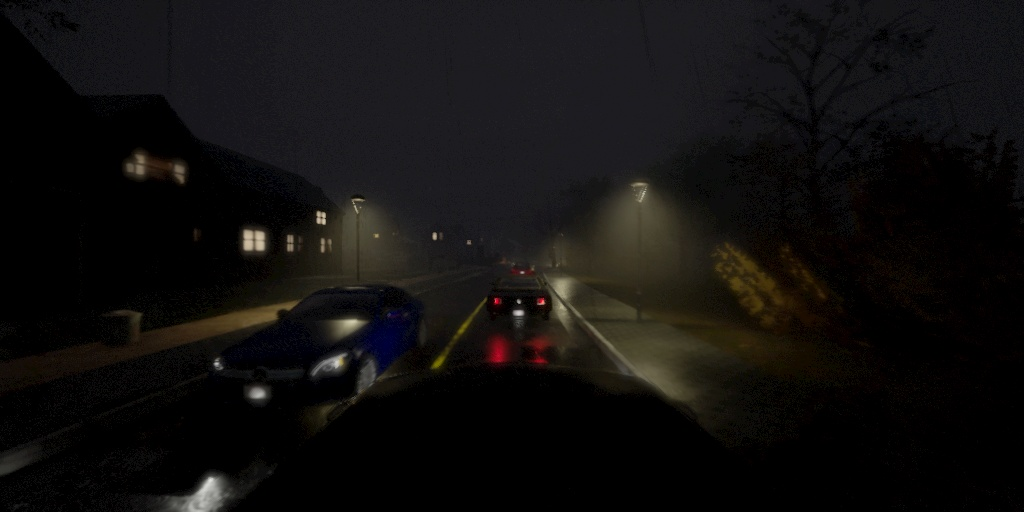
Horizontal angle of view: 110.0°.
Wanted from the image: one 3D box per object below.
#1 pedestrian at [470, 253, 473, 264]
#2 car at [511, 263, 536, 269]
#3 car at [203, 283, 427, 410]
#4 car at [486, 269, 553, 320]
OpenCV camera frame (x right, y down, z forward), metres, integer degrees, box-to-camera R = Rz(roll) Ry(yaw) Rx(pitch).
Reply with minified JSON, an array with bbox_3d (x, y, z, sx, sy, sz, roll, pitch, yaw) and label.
[{"bbox_3d":[-6.582,0.352,58.488,0.375,1.860,0.375,0,-3,5],"label":"pedestrian"},{"bbox_3d":[0.893,1.192,28.120,1.994,1.385,4.181,0,0,3],"label":"car"},{"bbox_3d":[-2.791,1.246,6.306,1.812,1.442,4.674,0,0,1],"label":"car"},{"bbox_3d":[0.255,1.291,12.255,1.895,1.301,4.718,0,0,1],"label":"car"}]
